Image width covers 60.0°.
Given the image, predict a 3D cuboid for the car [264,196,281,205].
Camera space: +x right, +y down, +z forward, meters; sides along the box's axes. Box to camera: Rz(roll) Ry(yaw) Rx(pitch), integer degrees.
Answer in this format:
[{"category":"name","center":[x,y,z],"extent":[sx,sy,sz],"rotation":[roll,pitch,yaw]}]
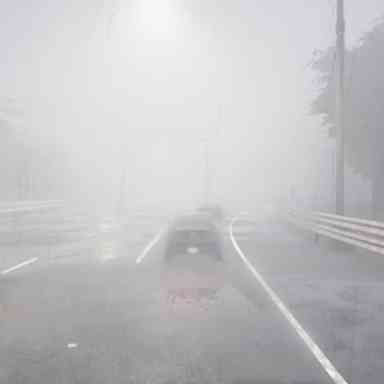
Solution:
[{"category":"car","center":[13.866,1.464,56.827],"extent":[1.812,1.442,4.674],"rotation":[0,0,33]}]

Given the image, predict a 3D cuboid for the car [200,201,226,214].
[{"category":"car","center":[1.606,1.471,26.377],"extent":[1.882,1.535,5.008],"rotation":[0,0,11]}]

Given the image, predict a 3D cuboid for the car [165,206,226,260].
[{"category":"car","center":[0.106,1.494,12.422],"extent":[1.837,1.490,4.892],"rotation":[0,0,2]}]

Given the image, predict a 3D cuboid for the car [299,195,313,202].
[{"category":"car","center":[23.875,1.412,69.581],"extent":[1.812,1.442,4.674],"rotation":[0,0,45]}]
